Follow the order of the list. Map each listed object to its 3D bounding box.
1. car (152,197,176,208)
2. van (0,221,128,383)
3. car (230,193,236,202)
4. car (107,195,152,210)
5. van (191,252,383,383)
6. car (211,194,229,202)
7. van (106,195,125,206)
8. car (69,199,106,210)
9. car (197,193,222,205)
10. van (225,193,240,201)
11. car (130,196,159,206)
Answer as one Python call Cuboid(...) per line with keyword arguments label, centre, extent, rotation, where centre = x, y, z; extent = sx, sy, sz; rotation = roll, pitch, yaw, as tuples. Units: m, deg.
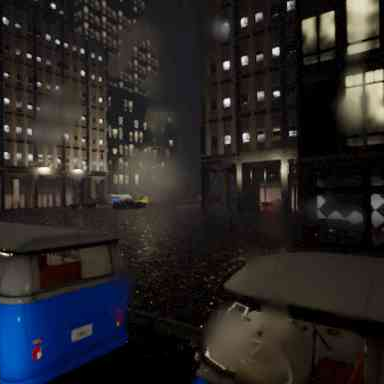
Cuboid(label="car", centre=(-3.914, 1.376, 43.553), extent=(2.008, 1.369, 4.403), rotation=(-1, 0, 36))
Cuboid(label="van", centre=(-2.749, 1.367, 4.849), extent=(3.998, 1.788, 1.690), rotation=(0, -1, 35))
Cuboid(label="car", centre=(6.075, 1.246, 57.202), extent=(2.008, 1.369, 4.403), rotation=(-1, 0, 36))
Cuboid(label="car", centre=(-7.244, 1.413, 39.003), extent=(1.887, 1.381, 4.507), rotation=(-1, 0, 36))
Cuboid(label="van", centre=(1.792, 1.338, 1.612), extent=(3.998, 1.788, 1.690), rotation=(0, -1, 35))
Cuboid(label="car", centre=(5.956, 1.204, 71.228), extent=(1.967, 1.590, 4.097), rotation=(-1, 0, 36))
Cuboid(label="van", centre=(-10.701, 1.324, 48.470), extent=(1.690, 1.788, 3.998), rotation=(-1, 0, 36))
Cuboid(label="car", centre=(-14.029, 1.592, 43.919), extent=(1.947, 1.339, 4.313), rotation=(-1, 0, 36))
Cuboid(label="car", centre=(2.742, 1.054, 52.652), extent=(2.192, 1.841, 5.009), rotation=(-1, 0, 36))
Cuboid(label="van", centre=(9.285, 1.060, 75.780), extent=(1.690, 1.788, 3.998), rotation=(-1, 0, 36))
Cuboid(label="car", centre=(-7.468, 1.467, 52.884), extent=(1.752, 1.417, 4.829), rotation=(-1, 0, 36))
